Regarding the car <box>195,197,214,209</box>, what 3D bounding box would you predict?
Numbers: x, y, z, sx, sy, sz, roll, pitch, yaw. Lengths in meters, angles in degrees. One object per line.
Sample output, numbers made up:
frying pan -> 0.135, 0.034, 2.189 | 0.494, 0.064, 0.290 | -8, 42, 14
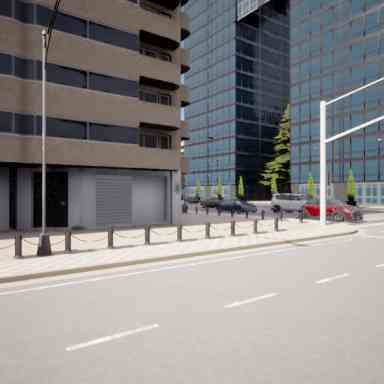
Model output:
car -> 3.066, 1.437, 42.424 | 2.128, 1.511, 4.902 | 0, 0, -35

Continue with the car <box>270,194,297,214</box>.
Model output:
car -> 10.191, 1.168, 32.415 | 2.150, 2.045, 5.566 | 0, 0, -36

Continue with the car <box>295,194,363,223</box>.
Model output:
car -> 10.552, 1.298, 25.386 | 2.097, 1.767, 4.553 | 0, 0, -32

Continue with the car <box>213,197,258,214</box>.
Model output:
car -> 4.638, 1.470, 34.153 | 1.812, 1.442, 4.674 | 0, 0, -35

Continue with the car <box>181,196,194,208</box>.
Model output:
car -> -2.172, 1.470, 43.809 | 1.812, 1.442, 4.674 | 0, 0, -35
